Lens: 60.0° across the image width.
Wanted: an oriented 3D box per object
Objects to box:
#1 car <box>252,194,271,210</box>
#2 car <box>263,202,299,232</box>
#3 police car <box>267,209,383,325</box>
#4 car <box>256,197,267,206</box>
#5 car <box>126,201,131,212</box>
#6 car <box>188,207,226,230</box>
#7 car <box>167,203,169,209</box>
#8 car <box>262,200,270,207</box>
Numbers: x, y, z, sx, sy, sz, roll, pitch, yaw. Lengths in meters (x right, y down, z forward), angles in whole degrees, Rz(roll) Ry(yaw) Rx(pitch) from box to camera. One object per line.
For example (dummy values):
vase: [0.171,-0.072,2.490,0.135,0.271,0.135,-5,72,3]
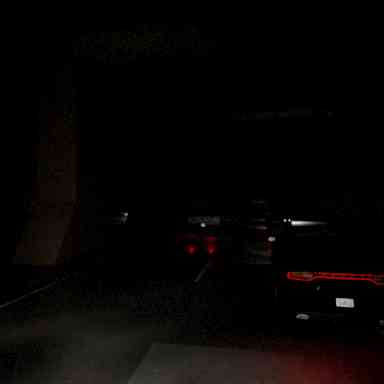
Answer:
car: [9.027,1.221,43.227,2.150,2.045,5.566,0,0,13]
car: [4.779,1.505,17.111,1.837,1.490,4.892,0,0,12]
police car: [2.774,1.425,7.427,1.930,1.638,5.238,0,0,12]
car: [11.804,1.526,56.768,1.812,1.442,4.674,0,0,12]
car: [-6.121,1.477,39.191,1.882,1.535,5.008,0,0,12]
car: [1.109,1.601,21.325,1.895,1.301,4.718,0,0,12]
car: [-3.538,1.600,34.403,1.895,1.301,4.718,0,0,12]
car: [5.996,1.526,22.987,1.812,1.442,4.674,0,0,12]
